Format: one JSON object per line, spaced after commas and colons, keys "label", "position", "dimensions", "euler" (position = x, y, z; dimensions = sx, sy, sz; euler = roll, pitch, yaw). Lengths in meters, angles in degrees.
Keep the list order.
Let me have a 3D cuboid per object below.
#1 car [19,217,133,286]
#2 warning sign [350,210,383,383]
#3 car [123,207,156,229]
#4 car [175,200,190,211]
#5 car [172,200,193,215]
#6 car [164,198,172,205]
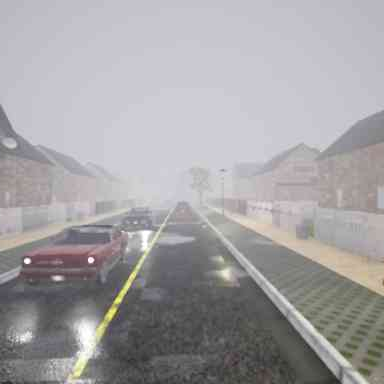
{"label": "car", "position": [-3.115, 1.669, 9.775], "dimensions": [1.895, 1.301, 4.718], "euler": [0, 0, -2]}
{"label": "warning sign", "position": [2.440, 1.106, 3.159], "dimensions": [1.300, 1.860, 1.060], "euler": [-2, -1, -2]}
{"label": "car", "position": [-3.495, 1.700, 22.309], "dimensions": [1.994, 1.385, 4.181], "euler": [0, 0, -1]}
{"label": "car", "position": [-1.380, 1.880, 48.540], "dimensions": [2.033, 1.411, 5.357], "euler": [0, -1, -2]}
{"label": "car", "position": [-1.015, 1.725, 36.905], "dimensions": [1.837, 1.490, 4.892], "euler": [0, 0, -2]}
{"label": "car", "position": [-4.996, 2.119, 73.072], "dimensions": [1.812, 1.442, 4.674], "euler": [0, -1, -2]}
